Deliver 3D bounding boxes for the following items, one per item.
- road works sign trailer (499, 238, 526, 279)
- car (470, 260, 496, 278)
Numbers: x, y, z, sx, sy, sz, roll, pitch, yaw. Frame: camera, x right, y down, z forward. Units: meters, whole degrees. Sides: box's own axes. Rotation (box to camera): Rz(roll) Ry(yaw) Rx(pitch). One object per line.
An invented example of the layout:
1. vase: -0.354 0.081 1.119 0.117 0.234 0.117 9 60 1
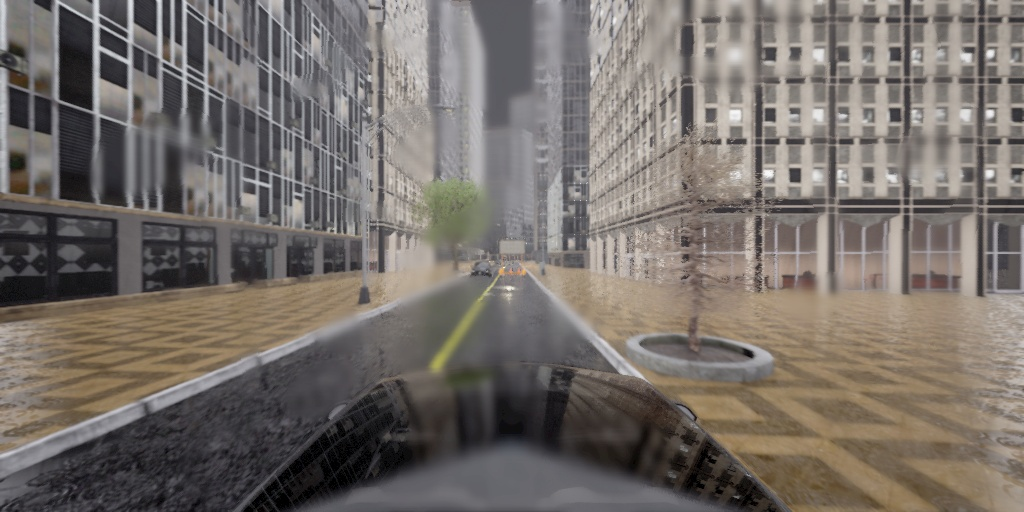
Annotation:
1. road works sign trailer: 0.015 0.226 32.151 2.380 3.560 2.880 0 0 0
2. car: -2.825 1.267 34.060 1.837 1.490 4.892 0 0 0
